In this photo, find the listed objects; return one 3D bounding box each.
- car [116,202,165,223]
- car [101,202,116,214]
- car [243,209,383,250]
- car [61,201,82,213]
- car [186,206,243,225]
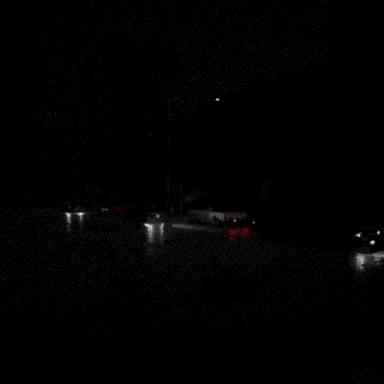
[{"bbox_3d":[-3.924,1.573,26.508,2.128,1.511,4.902,0,-1,-35],"label":"car"},{"bbox_3d":[-9.097,1.868,38.988,1.994,1.385,4.181,0,-1,-35],"label":"car"},{"bbox_3d":[4.881,1.431,13.979,2.033,1.411,5.357,0,-1,-35],"label":"car"},{"bbox_3d":[-15.886,1.947,43.662,1.812,1.442,4.674,0,-1,-35],"label":"car"},{"bbox_3d":[1.568,1.618,23.820,1.895,1.301,4.718,0,-1,-35],"label":"car"}]
